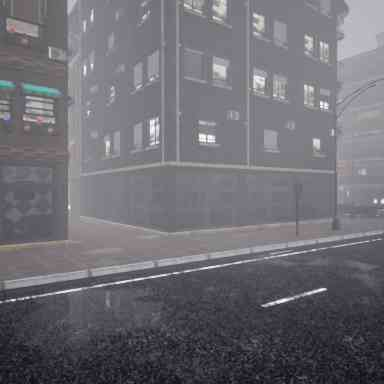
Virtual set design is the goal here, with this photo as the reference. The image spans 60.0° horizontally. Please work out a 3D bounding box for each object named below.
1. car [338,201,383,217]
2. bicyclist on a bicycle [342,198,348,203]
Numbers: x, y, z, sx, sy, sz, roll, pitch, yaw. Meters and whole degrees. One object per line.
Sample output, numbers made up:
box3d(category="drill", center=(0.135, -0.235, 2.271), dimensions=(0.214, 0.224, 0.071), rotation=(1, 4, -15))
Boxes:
box3d(category="car", center=(17.184, 1.723, 34.161), dimensions=(2.128, 1.511, 4.902), rotation=(0, -1, -36))
box3d(category="bicyclist on a bicycle", center=(20.459, 1.587, 44.475), dimensions=(1.656, 1.620, 0.582), rotation=(-1, 0, -36))
